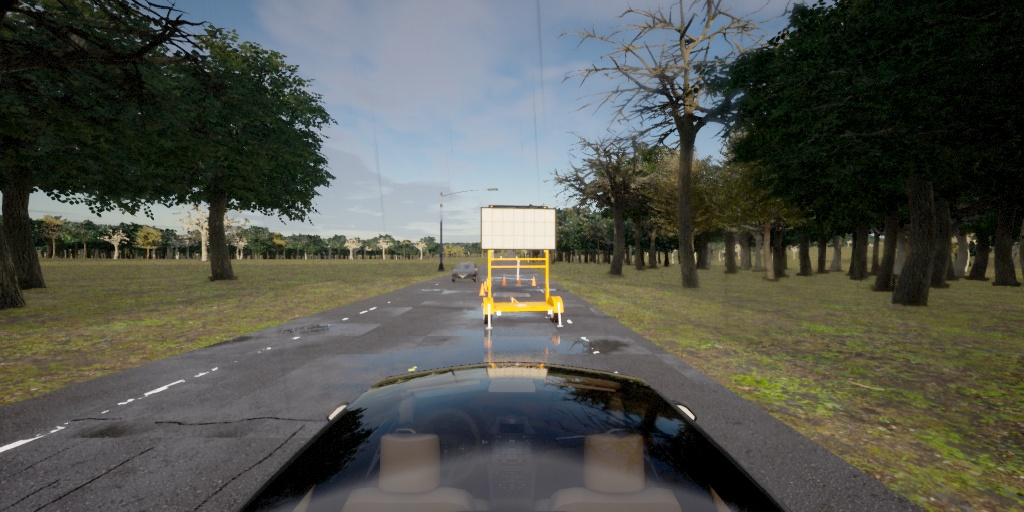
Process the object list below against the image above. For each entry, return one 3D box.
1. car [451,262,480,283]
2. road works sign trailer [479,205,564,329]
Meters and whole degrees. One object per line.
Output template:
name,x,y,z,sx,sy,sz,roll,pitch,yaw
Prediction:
car,-3.535,1.257,28.079,1.837,1.490,4.892,0,0,0
road works sign trailer,0.182,0.211,11.364,2.380,3.560,2.880,0,0,-8
